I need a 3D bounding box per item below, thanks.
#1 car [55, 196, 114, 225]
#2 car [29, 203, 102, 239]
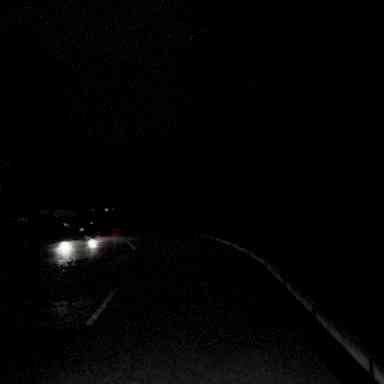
[{"bbox_3d":[-7.940,1.253,23.029,5.566,2.045,2.150,0,0,29],"label":"car"},{"bbox_3d":[-6.993,1.529,17.570,4.674,1.442,1.812,0,-1,43],"label":"car"}]
